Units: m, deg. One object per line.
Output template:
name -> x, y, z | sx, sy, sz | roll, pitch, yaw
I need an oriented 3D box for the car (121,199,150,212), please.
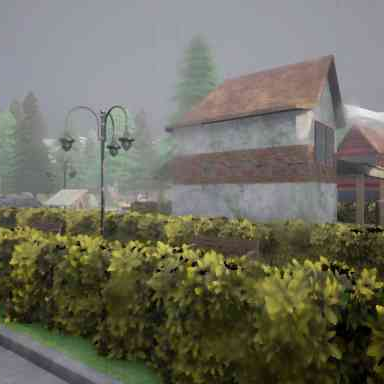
car -> -6.196, 1.640, 39.465 | 1.882, 1.535, 5.008 | 0, 0, 37

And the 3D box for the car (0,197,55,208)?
car -> -12.428, 1.382, 24.451 | 2.150, 2.045, 5.566 | 0, 0, 34
